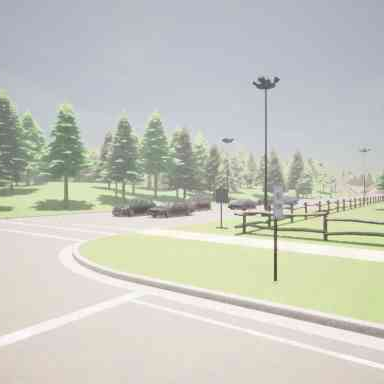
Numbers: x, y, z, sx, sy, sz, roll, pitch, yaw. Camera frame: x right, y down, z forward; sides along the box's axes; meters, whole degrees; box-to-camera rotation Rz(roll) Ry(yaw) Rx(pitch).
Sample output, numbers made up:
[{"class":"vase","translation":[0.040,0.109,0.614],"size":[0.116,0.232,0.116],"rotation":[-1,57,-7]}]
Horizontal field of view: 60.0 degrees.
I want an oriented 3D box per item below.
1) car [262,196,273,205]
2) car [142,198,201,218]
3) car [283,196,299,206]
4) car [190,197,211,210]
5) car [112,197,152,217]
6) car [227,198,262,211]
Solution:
[{"class":"car","translation":[12.943,1.508,57.335],"size":[1.837,1.490,4.892],"rotation":[0,0,35]},{"class":"car","translation":[-1.752,1.547,30.476],"size":[2.033,1.411,5.357],"rotation":[0,0,35]},{"class":"car","translation":[16.342,1.418,56.066],"size":[2.097,1.767,4.553],"rotation":[0,0,35]},{"class":"car","translation":[0.394,1.353,39.615],"size":[2.097,1.767,4.553],"rotation":[0,0,35]},{"class":"car","translation":[-5.371,1.352,31.410],"size":[2.097,1.767,4.553],"rotation":[0,0,35]},{"class":"car","translation":[6.474,1.546,42.184],"size":[2.033,1.411,5.357],"rotation":[0,0,35]}]
